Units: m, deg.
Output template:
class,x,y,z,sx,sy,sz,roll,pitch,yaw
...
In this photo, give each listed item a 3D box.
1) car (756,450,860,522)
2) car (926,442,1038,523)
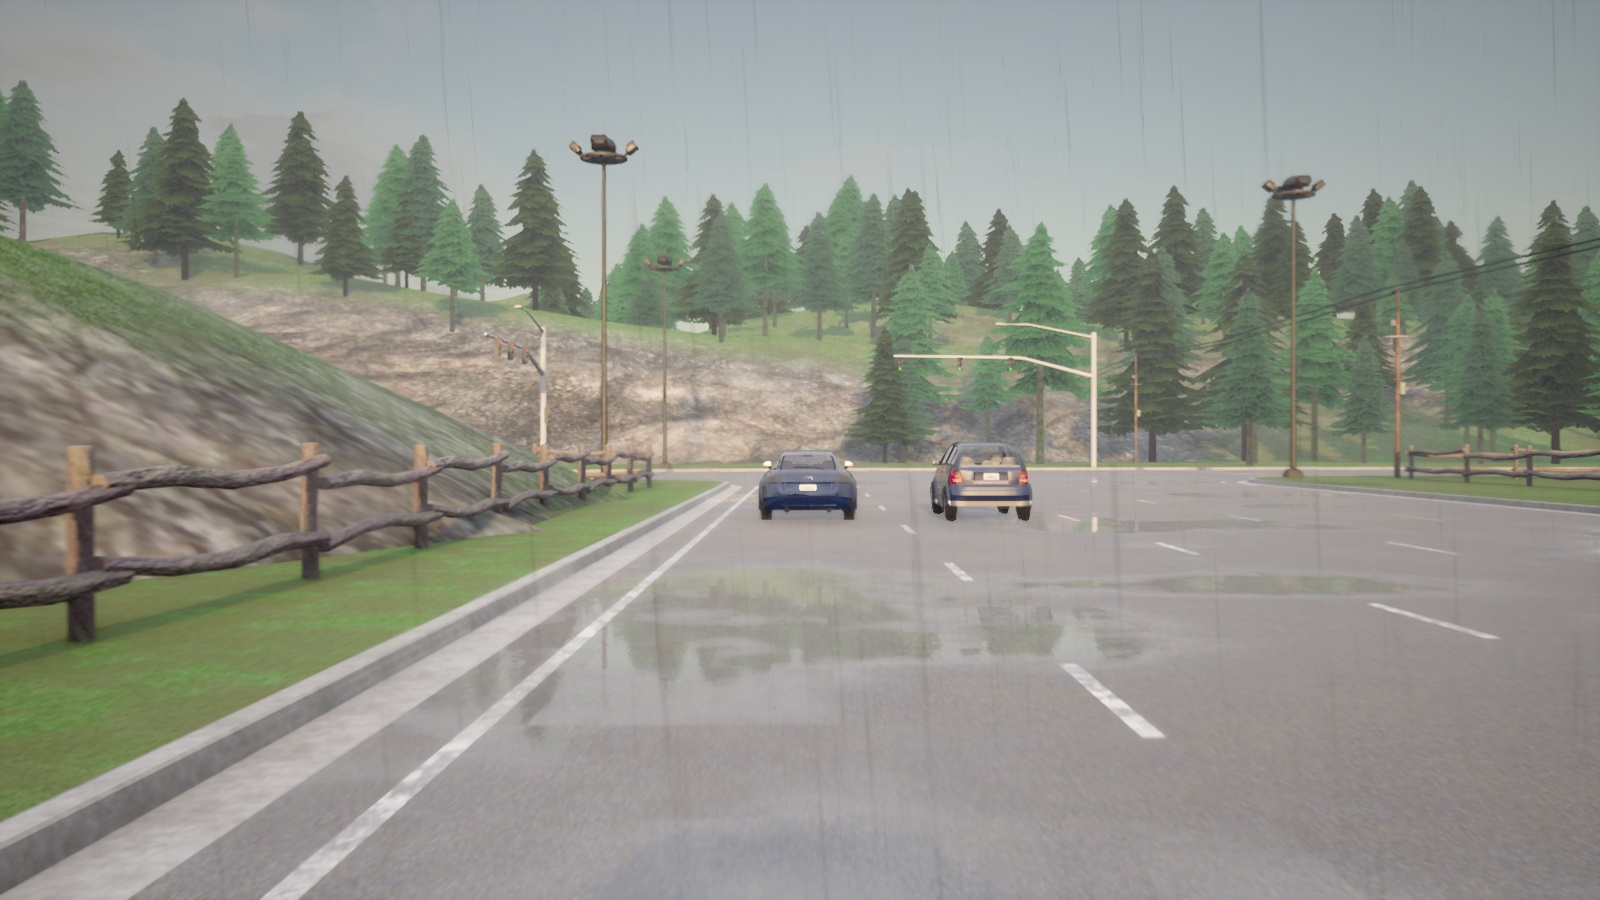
class,x,y,z,sx,sy,sz,roll,pitch,yaw
car,0.165,0.692,26.366,1.994,1.385,4.181,0,0,0
car,3.663,0.611,25.856,1.789,1.549,3.705,0,0,0
